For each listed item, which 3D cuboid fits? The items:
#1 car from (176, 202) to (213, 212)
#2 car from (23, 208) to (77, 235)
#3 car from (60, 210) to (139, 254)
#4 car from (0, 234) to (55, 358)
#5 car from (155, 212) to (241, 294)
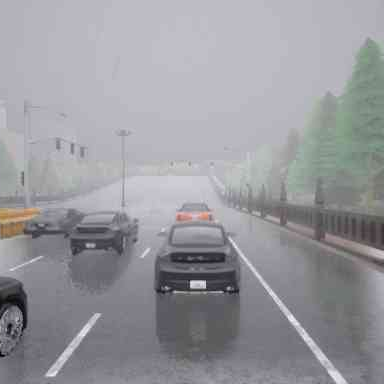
[{"bbox_3d":[0.157,1.356,19.082,2.097,1.767,4.553,0,0,0],"label":"car"},{"bbox_3d":[-6.847,1.552,17.644,2.033,1.411,5.357,0,0,0],"label":"car"},{"bbox_3d":[-3.359,1.510,13.465,1.837,1.490,4.892,0,0,0],"label":"car"},{"bbox_3d":[-3.391,1.493,3.090,2.128,1.511,4.902,0,0,0],"label":"car"},{"bbox_3d":[0.126,1.508,8.768,1.837,1.490,4.892,0,0,0],"label":"car"}]
